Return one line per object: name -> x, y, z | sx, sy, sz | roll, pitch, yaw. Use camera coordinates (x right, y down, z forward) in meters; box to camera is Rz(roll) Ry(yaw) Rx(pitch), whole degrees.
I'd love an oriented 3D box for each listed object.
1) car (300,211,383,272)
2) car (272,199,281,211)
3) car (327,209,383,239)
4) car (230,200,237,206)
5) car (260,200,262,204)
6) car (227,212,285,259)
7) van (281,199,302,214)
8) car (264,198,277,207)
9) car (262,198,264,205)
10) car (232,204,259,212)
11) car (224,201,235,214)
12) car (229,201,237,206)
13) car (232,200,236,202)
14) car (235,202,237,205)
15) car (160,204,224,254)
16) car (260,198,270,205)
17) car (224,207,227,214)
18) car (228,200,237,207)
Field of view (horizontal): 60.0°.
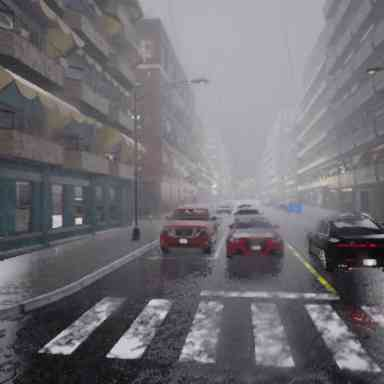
car -> 4.944, 1.574, 10.820 | 1.837, 1.490, 4.892 | -3, -1, 10
car -> 14.086, 2.159, 51.935 | 1.887, 1.381, 4.507 | 0, -1, 8
car -> 9.159, 1.717, 18.877 | 1.802, 1.307, 4.206 | 0, -1, 8
car -> 10.731, 2.823, 86.266 | 1.802, 1.307, 4.206 | 0, -1, 8
car -> 19.038, 2.624, 85.162 | 1.752, 1.417, 4.829 | 0, -1, 8
car -> 2.429, 1.702, 13.083 | 1.994, 1.385, 4.181 | -1, -1, 8
van -> 12.443, 1.796, 40.920 | 1.690, 1.788, 3.998 | 0, -1, 8
car -> 16.549, 2.170, 68.468 | 2.192, 1.841, 5.009 | 0, -1, 8
car -> 17.370, 2.250, 73.977 | 2.192, 1.841, 5.009 | 0, -1, 8
car -> 3.922, 1.808, 23.084 | 1.812, 1.442, 4.674 | -1, -1, 8
car -> 4.162, 2.164, 42.189 | 1.947, 1.339, 4.313 | 0, -1, 8
car -> 9.910, 2.742, 80.756 | 1.802, 1.307, 4.206 | 0, -1, 8
car -> 5.804, 2.324, 53.208 | 1.947, 1.339, 4.313 | 0, -1, 8
car -> 5.937, 2.003, 36.492 | 1.812, 1.442, 4.674 | -1, -1, 8
car -> 0.056, 1.514, 14.644 | 2.192, 1.841, 5.009 | 0, -1, 8
car -> 19.834, 2.492, 90.507 | 2.192, 1.841, 5.009 | 0, -1, 8
car -> 0.877, 1.823, 20.151 | 1.887, 1.381, 4.507 | 0, -1, 8
car -> 9.089, 2.624, 75.247 | 1.887, 1.381, 4.507 | 0, -1, 8
